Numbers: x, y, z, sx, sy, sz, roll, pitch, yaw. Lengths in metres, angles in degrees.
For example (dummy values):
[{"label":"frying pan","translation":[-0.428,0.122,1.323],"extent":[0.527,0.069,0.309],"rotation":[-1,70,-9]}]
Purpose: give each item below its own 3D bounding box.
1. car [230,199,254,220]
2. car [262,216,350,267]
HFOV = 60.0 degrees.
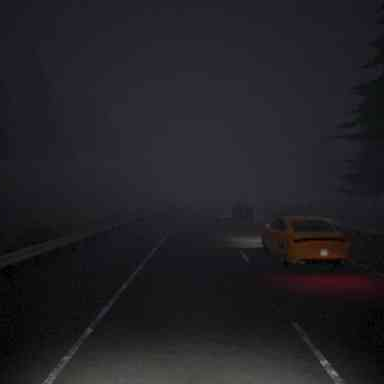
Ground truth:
[{"label":"car","translation":[4.741,1.772,31.707],"extent":[1.882,1.535,5.008],"rotation":[0,-1,4]},{"label":"car","translation":[3.784,1.590,11.854],"extent":[1.882,1.535,5.008],"rotation":[0,-1,1]}]
